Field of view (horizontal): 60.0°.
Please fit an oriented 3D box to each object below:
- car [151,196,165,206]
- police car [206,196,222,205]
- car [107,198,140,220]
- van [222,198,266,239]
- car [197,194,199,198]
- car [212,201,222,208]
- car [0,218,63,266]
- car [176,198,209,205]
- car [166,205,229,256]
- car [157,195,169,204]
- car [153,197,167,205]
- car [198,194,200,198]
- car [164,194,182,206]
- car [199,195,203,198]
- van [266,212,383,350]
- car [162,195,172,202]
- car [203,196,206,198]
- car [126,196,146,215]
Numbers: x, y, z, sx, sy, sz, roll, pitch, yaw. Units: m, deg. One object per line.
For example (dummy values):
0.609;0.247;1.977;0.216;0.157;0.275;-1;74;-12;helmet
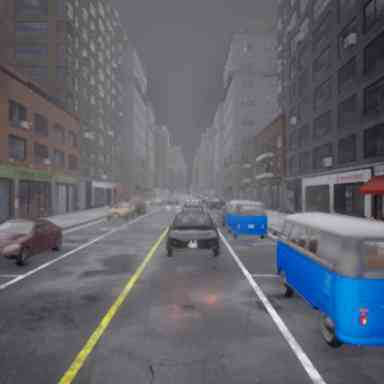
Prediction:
-5.827;1.541;55.273;1.752;1.417;4.829;0;0;0;car
3.152;1.429;41.671;1.930;1.638;5.238;0;0;0;police car
-5.838;1.524;27.808;1.752;1.417;4.829;1;0;0;car
2.691;1.339;17.009;1.690;1.788;3.998;1;0;0;van
2.706;1.588;71.923;2.008;1.369;4.403;0;0;0;car
2.690;1.549;22.501;2.008;1.369;4.403;1;0;0;car
-5.845;1.580;11.498;1.802;1.307;4.206;1;0;0;car
0.056;1.491;28.027;2.128;1.511;4.902;0;0;1;car
0.050;1.490;13.036;2.128;1.511;4.902;0;0;0;car
-5.821;1.469;66.428;1.967;1.590;4.097;0;0;0;car
-5.825;1.573;60.935;2.008;1.369;4.403;0;0;0;car
2.704;1.574;66.432;1.887;1.381;4.507;0;0;0;car
-3.045;1.518;54.976;1.837;1.490;4.892;0;0;0;car
2.703;1.566;60.940;1.887;1.381;4.507;0;0;0;car
2.687;1.340;6.026;1.690;1.788;3.998;1;0;0;van
-5.817;1.486;77.415;1.967;1.590;4.097;0;0;0;car
3.134;1.362;48.530;2.097;1.767;4.553;0;0;0;car
-5.833;1.316;33.471;2.192;1.841;5.009;1;0;0;car
